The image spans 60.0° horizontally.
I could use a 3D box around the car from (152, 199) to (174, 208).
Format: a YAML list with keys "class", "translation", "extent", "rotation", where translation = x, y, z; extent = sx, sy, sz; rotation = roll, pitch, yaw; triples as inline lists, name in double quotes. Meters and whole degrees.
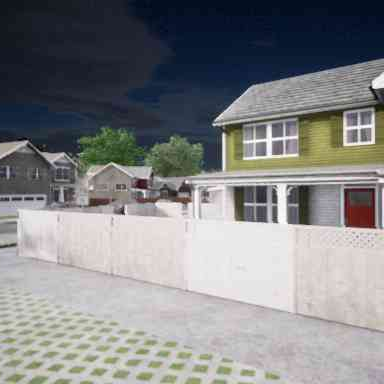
- class: "car"
  translation: [-3.971, 1.721, 45.908]
  extent: [1.812, 1.442, 4.674]
  rotation: [0, 0, 22]

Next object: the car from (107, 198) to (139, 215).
- class: "car"
  translation: [-7.497, 1.500, 36.265]
  extent: [2.097, 1.767, 4.553]
  rotation: [0, 0, 19]

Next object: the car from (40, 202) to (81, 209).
- class: "car"
  translation: [-10.703, 1.608, 26.572]
  extent: [1.837, 1.490, 4.892]
  rotation: [0, 0, 18]
